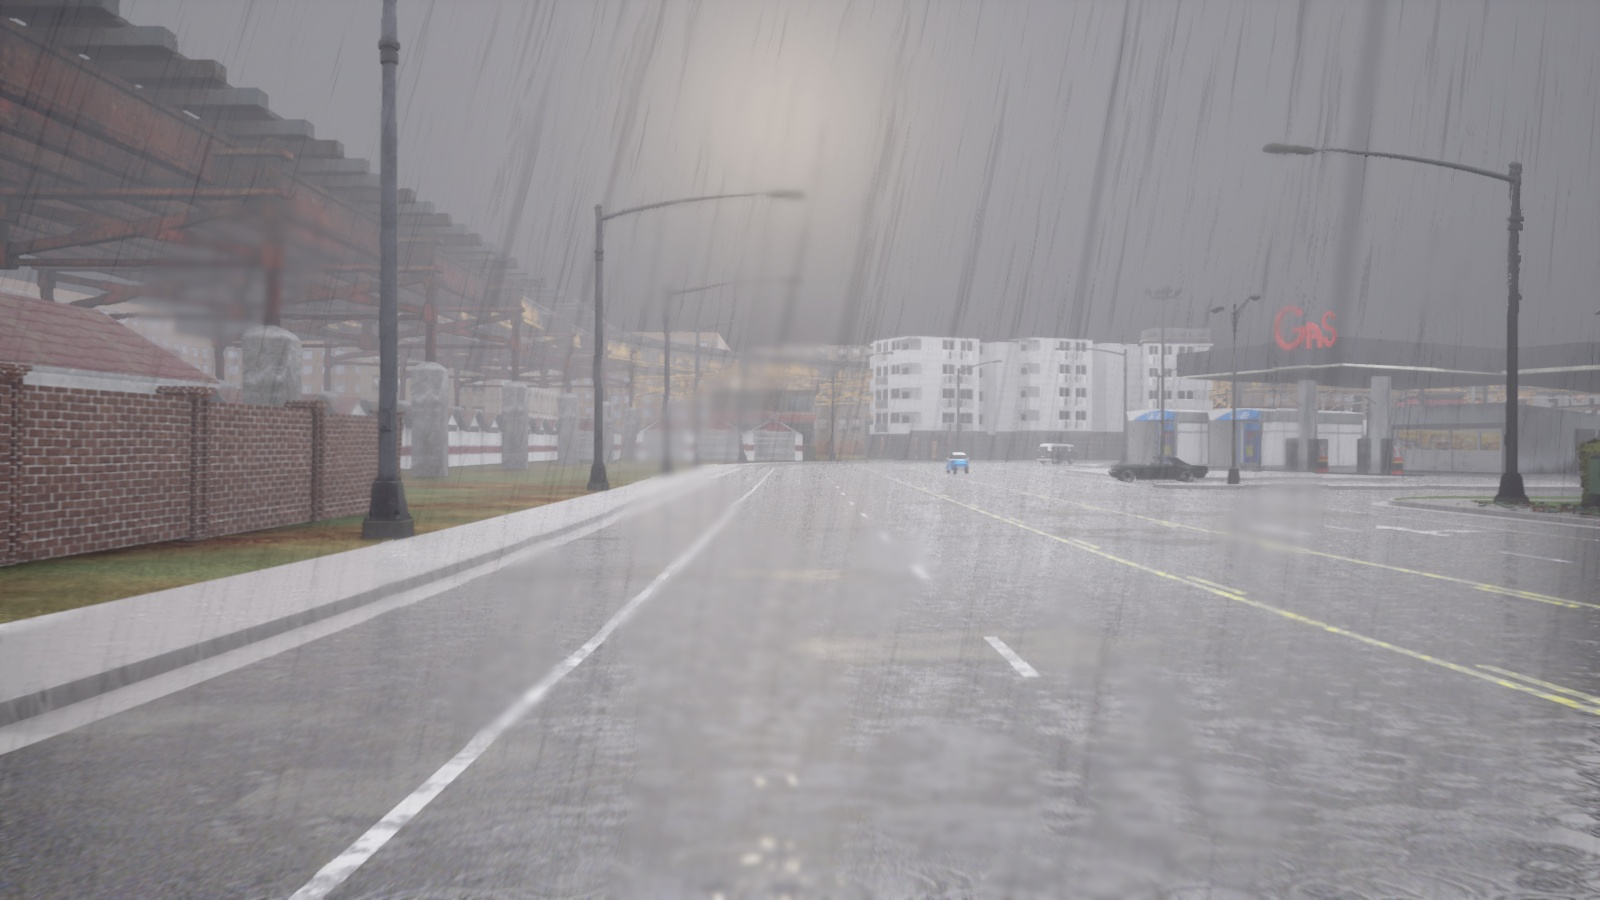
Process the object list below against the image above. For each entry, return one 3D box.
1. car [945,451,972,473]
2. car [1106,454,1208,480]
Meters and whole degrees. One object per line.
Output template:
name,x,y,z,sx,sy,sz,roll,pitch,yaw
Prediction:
car,10.317,0.753,81.762,1.481,1.376,2.207,0,1,0
car,17.996,0.848,63.425,4.718,1.301,1.895,0,0,6
